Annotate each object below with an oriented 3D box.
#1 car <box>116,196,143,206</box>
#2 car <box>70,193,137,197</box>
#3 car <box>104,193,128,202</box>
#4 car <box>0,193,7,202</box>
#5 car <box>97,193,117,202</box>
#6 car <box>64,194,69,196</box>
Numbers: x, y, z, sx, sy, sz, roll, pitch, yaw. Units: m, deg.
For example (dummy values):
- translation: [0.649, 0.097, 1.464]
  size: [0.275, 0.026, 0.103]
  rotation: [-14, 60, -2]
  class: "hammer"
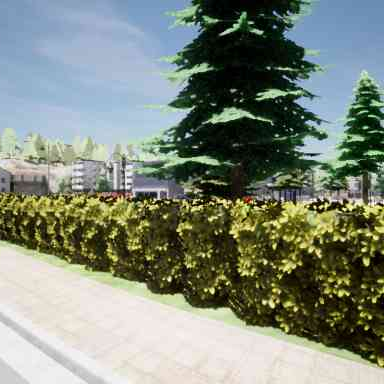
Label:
- translation: [-10.065, 1.384, 53.309]
  size: [1.970, 1.475, 3.806]
  rotation: [0, 0, 44]
  class: "car"
- translation: [-8.071, 1.221, 31.035]
  size: [2.150, 2.045, 5.566]
  rotation: [0, 0, 44]
  class: "car"
- translation: [-15.876, 1.097, 69.643]
  size: [1.932, 1.855, 4.605]
  rotation: [0, 0, 44]
  class: "car"
- translation: [-41.786, 1.097, 70.187]
  size: [1.932, 1.855, 4.605]
  rotation: [0, 0, 44]
  class: "car"
- translation: [-18.236, 1.077, 71.388]
  size: [1.905, 1.878, 3.866]
  rotation: [0, 0, 44]
  class: "car"
- translation: [-27.350, 1.154, 80.367]
  size: [2.152, 1.636, 5.027]
  rotation: [0, 0, 44]
  class: "car"
